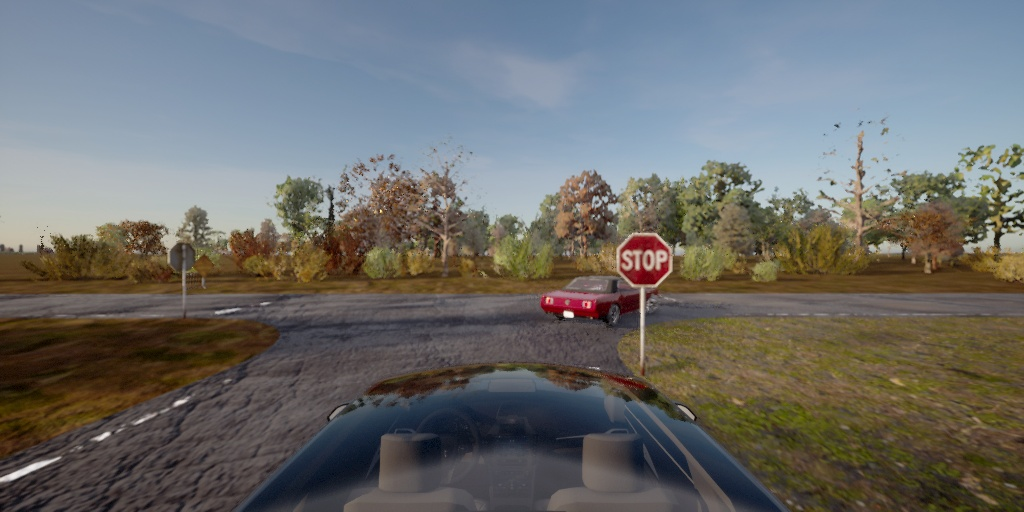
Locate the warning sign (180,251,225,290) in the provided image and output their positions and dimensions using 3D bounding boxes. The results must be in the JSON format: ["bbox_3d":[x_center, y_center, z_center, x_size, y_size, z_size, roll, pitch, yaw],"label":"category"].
[{"bbox_3d":[-16.213,0.789,18.844,1.060,1.860,1.300,0,0,0],"label":"warning sign"}]

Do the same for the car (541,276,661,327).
[{"bbox_3d":[3.042,1.290,11.442,1.895,1.301,4.718,0,0,42],"label":"car"}]
